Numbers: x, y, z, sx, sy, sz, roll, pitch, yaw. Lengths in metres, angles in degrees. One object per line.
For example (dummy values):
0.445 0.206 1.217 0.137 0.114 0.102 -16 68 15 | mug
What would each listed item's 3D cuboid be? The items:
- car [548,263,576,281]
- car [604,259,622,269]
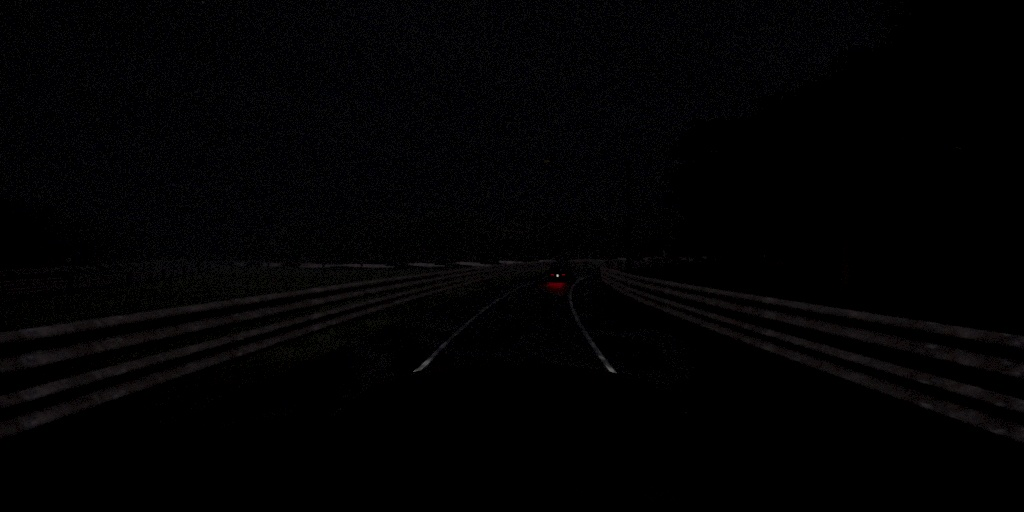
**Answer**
4.337 1.306 31.100 1.837 1.490 4.892 0 0 16 | car
16.018 1.236 56.737 2.128 1.511 4.902 0 0 32 | car
